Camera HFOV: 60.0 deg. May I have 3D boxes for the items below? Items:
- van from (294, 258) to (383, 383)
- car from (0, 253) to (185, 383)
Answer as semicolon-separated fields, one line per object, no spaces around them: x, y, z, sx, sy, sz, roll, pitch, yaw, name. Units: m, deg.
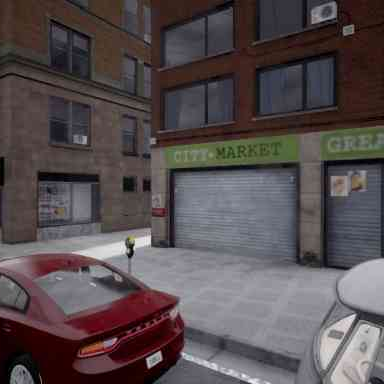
2.417;1.341;1.352;3.998;1.788;1.690;0;0;35;van
-2.192;1.544;4.639;4.507;1.381;1.887;0;0;35;car
